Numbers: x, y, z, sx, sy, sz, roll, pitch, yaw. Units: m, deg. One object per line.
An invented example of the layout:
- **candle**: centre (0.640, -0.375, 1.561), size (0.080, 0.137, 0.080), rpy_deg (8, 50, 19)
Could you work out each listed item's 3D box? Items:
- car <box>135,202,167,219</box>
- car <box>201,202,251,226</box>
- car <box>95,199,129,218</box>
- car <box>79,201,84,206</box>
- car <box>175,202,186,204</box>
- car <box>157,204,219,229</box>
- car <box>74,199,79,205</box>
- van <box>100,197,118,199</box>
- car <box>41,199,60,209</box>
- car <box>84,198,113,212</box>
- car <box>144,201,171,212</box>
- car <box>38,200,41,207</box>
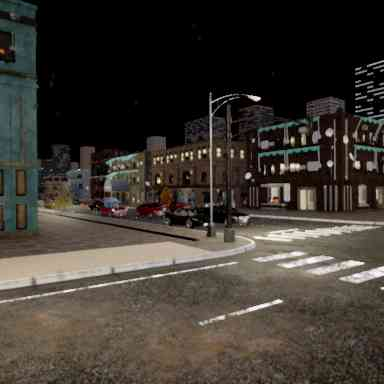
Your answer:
- **car**: centre (-4.191, 1.860, 33.933), size (1.812, 1.442, 4.674), rpy_deg (-1, 0, -36)
- **car**: centre (2.334, 1.731, 24.735), size (1.812, 1.442, 4.674), rpy_deg (-1, 0, -34)
- **car**: centre (-8.285, 1.841, 35.187), size (1.967, 1.590, 4.097), rpy_deg (-2, 0, -35)
- **car**: centre (-20.644, 2.219, 67.132), size (1.887, 1.381, 4.507), rpy_deg (-1, 0, -35)
- **car**: centre (-1.445, 1.895, 40.034), size (1.802, 1.307, 4.206), rpy_deg (-2, 0, -35)
- **car**: centre (-0.360, 1.809, 23.794), size (1.947, 1.339, 4.313), rpy_deg (-2, 0, -35)
- **car**: centre (-27.043, 2.355, 76.166), size (1.947, 1.339, 4.313), rpy_deg (-1, 0, -35)
- **van**: centre (-14.249, 1.898, 58.099), size (1.690, 1.788, 3.998), rpy_deg (-1, 0, -35)
- **car**: centre (-24.183, 2.227, 57.631), size (1.752, 1.417, 4.829), rpy_deg (-1, 0, -35)
- **car**: centre (-12.930, 2.010, 46.294), size (1.837, 1.490, 4.892), rpy_deg (-1, -1, -35)
- **car**: centre (-4.644, 1.957, 44.550), size (1.802, 1.307, 4.206), rpy_deg (-2, 0, -35)
- **car**: centre (-30.681, 2.370, 66.804), size (2.008, 1.369, 4.403), rpy_deg (-1, 0, -35)
